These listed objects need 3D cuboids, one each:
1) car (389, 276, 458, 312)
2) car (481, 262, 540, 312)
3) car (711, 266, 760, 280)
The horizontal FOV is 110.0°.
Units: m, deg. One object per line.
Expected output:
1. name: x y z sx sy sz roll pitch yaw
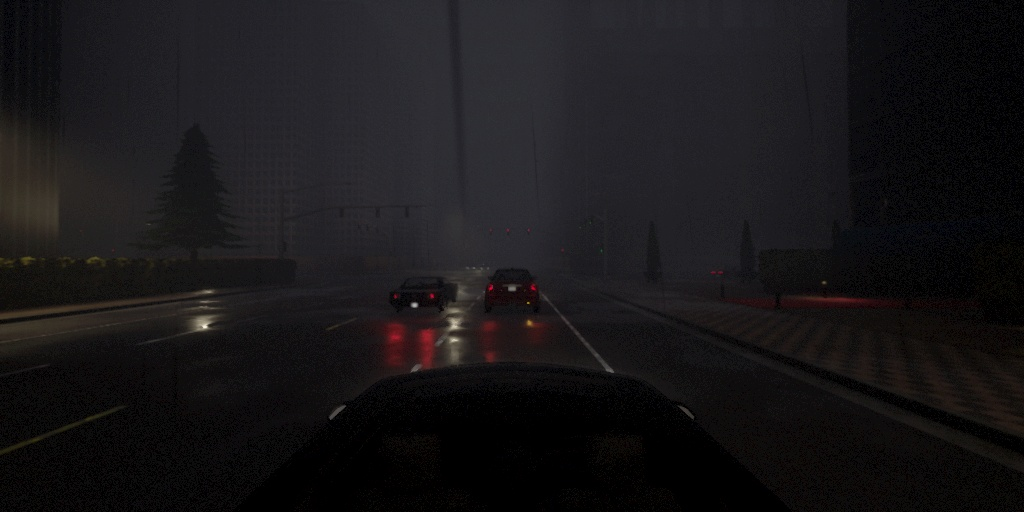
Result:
1. car: -3.484 1.499 15.083 1.895 1.301 4.718 0 -1 0
2. car: 0.019 1.251 15.254 2.097 1.767 4.553 0 -1 0
3. car: 22.699 1.673 35.725 4.718 1.301 1.895 0 -1 0
